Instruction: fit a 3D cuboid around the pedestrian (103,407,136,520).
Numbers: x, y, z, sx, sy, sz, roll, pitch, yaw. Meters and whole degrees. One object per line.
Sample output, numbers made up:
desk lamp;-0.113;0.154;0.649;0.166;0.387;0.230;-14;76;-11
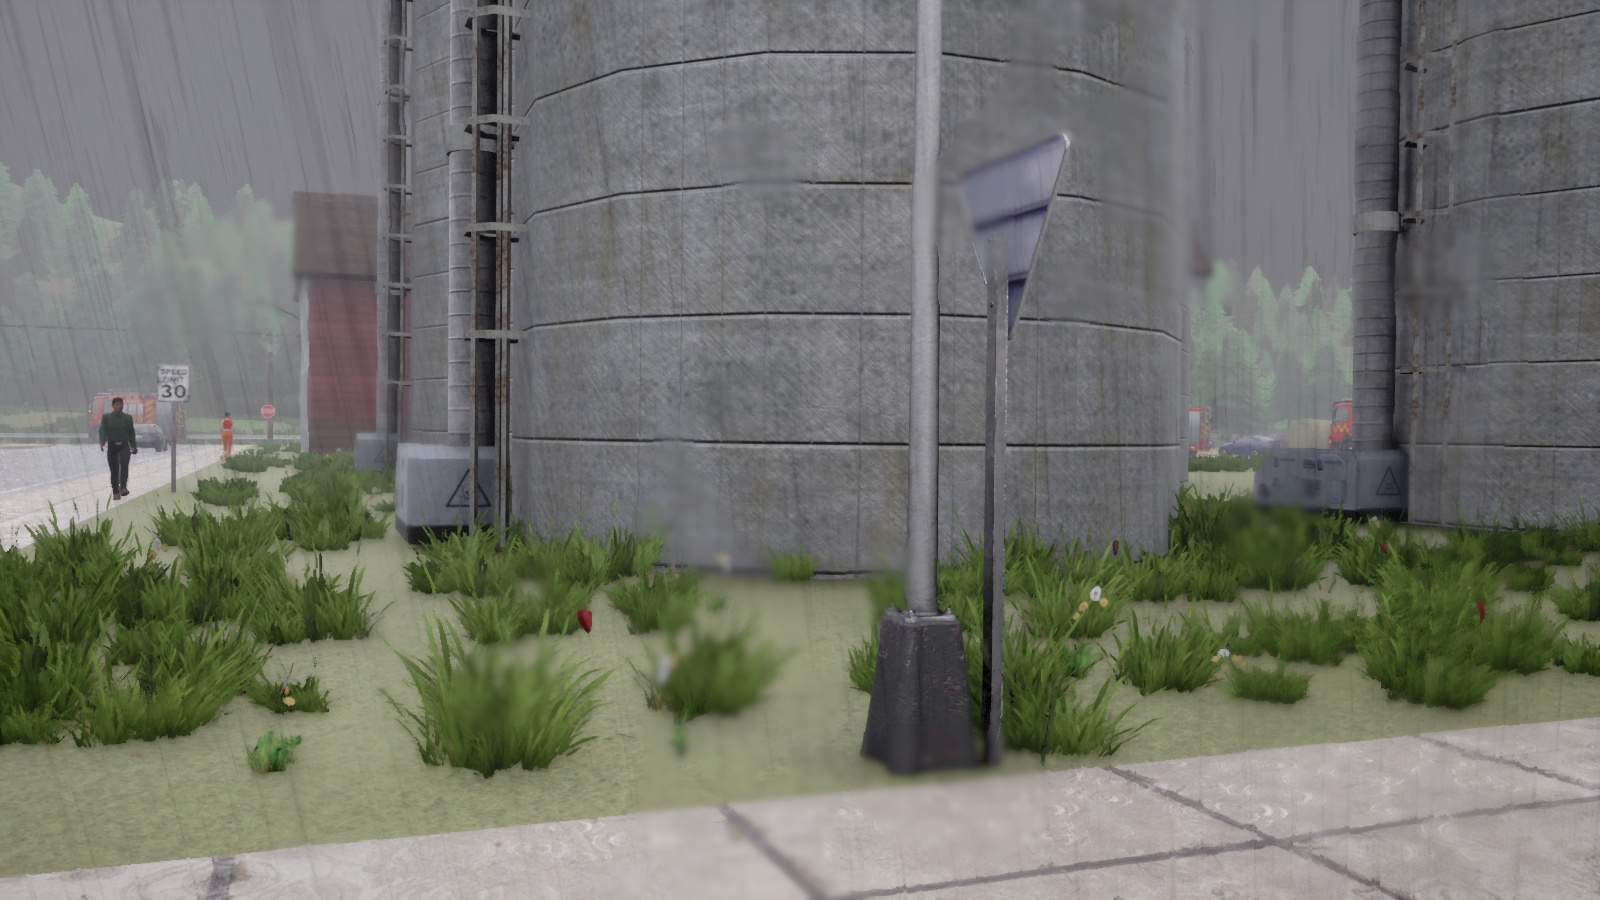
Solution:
pedestrian;-11.916;0.224;21.983;0.423;1.949;0.788;-1;1;-33

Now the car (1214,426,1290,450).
car;28.201;-0.784;78.468;1.812;1.442;4.674;-1;1;-21

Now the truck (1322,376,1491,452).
truck;32.460;-1.860;67.723;2.891;3.827;8.468;0;1;-22

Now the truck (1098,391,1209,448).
truck;24.537;-2.088;87.621;2.891;3.827;8.468;-1;1;-22

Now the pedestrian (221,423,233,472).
pedestrian;-21.797;-0.089;47.774;0.345;1.836;0.594;-1;1;-24

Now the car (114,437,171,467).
car;-34.671;0.093;66.368;2.163;1.488;4.792;-1;1;-22

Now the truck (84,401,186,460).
truck;-45.190;-1.267;85.230;8.468;3.827;2.891;0;1;38
